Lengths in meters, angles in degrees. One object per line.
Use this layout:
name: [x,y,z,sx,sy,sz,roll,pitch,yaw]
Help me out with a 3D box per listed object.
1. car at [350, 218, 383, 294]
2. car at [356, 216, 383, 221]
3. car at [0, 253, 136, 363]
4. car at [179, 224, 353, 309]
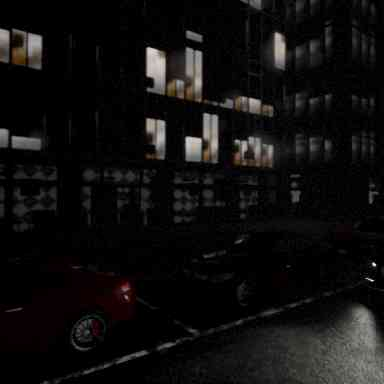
car: [5.787,1.430,7.505,4.902,1.511,2.128,0,0,-35]
car: [6.210,1.467,10.974,4.507,1.381,1.887,0,1,-35]
car: [-2.824,1.581,4.534,4.206,1.307,1.802,0,1,-35]
car: [1.694,1.543,7.755,4.206,1.307,1.802,0,1,-35]
